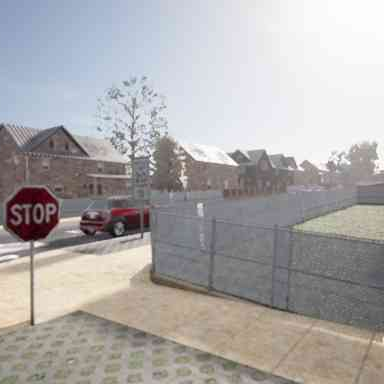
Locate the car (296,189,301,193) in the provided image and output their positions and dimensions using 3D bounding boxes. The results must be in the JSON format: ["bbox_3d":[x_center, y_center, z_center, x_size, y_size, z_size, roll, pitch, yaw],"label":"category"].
[{"bbox_3d":[15.786,-0.034,45.646,1.994,1.385,4.181,-1,1,36],"label":"car"}]

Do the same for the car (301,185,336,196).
[{"bbox_3d":[15.494,0.041,40.515,2.033,1.411,5.357,-1,1,37],"label":"car"}]

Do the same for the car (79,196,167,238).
[{"bbox_3d":[-2.889,0.955,15.585,2.097,1.767,4.553,-1,1,36],"label":"car"}]

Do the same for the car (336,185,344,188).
[{"bbox_3d":[21.453,-0.307,48.718,2.033,1.411,5.357,-1,1,36],"label":"car"}]
